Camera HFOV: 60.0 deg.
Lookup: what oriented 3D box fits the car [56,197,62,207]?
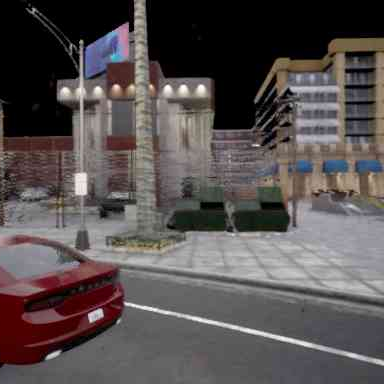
[{"bbox_3d":[-16.289,1.289,40.512,4.674,1.452,2.002,0,0,2],"label":"car"}]

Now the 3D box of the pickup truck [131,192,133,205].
[{"bbox_3d":[-5.902,0.977,28.133,2.390,2.098,6.274,0,0,2],"label":"pickup truck"}]

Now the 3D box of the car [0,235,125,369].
[{"bbox_3d":[-3.440,1.463,5.512,5.008,1.535,1.882,0,0,28],"label":"car"}]
